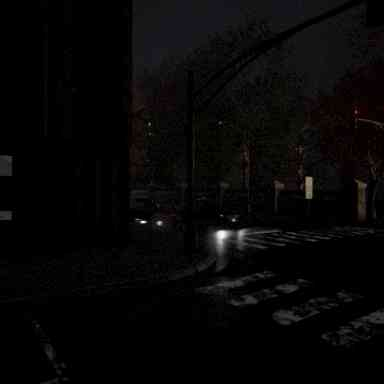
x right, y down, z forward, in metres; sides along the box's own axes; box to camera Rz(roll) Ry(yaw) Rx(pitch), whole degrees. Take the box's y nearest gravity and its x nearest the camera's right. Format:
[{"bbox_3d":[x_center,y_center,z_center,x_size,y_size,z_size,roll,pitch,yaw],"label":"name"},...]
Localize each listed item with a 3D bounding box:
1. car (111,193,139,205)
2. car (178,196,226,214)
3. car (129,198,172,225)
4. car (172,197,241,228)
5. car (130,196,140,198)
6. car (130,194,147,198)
[{"bbox_3d":[-8.866,0.863,43.817,2.008,1.369,4.403,1,0,-36],"label":"car"},{"bbox_3d":[0.809,1.129,30.524,1.752,1.417,4.829,1,0,-36],"label":"car"},{"bbox_3d":[-2.612,1.257,20.983,1.802,1.307,4.206,2,0,-36],"label":"car"},{"bbox_3d":[0.967,1.255,20.448,1.812,1.442,4.674,0,1,-36],"label":"car"},{"bbox_3d":[-5.870,1.158,25.459,1.802,1.307,4.206,2,0,-36],"label":"car"},{"bbox_3d":[-4.394,1.093,27.820,1.812,1.442,4.674,0,1,-36],"label":"car"}]
